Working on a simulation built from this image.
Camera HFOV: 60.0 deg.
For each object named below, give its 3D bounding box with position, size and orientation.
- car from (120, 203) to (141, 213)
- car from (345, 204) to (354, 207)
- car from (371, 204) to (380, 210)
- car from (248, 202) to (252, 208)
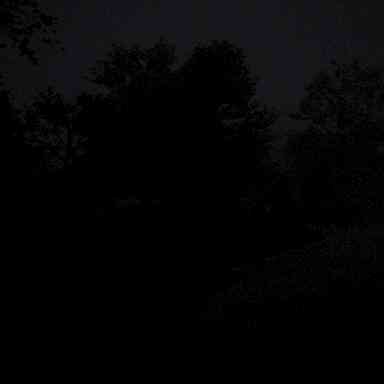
[{"bbox_3d":[-9.815,2.627,54.728,4.553,1.767,2.185,-1,-1,41],"label":"car"},{"bbox_3d":[39.504,3.718,82.643,4.718,1.301,1.895,-1,-3,45],"label":"car"},{"bbox_3d":[43.307,3.435,75.380,4.674,1.442,1.812,-1,-3,39],"label":"car"},{"bbox_3d":[12.961,2.922,81.489,5.566,2.045,2.435,-1,-2,40],"label":"car"}]
